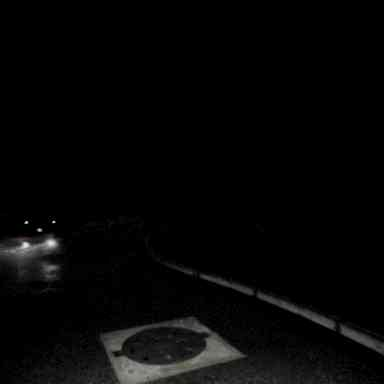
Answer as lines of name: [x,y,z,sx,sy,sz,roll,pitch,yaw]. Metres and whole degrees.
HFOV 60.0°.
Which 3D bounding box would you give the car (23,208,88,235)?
car: [-7.687,1.604,19.206,1.895,1.301,4.718,-2,1,3]
